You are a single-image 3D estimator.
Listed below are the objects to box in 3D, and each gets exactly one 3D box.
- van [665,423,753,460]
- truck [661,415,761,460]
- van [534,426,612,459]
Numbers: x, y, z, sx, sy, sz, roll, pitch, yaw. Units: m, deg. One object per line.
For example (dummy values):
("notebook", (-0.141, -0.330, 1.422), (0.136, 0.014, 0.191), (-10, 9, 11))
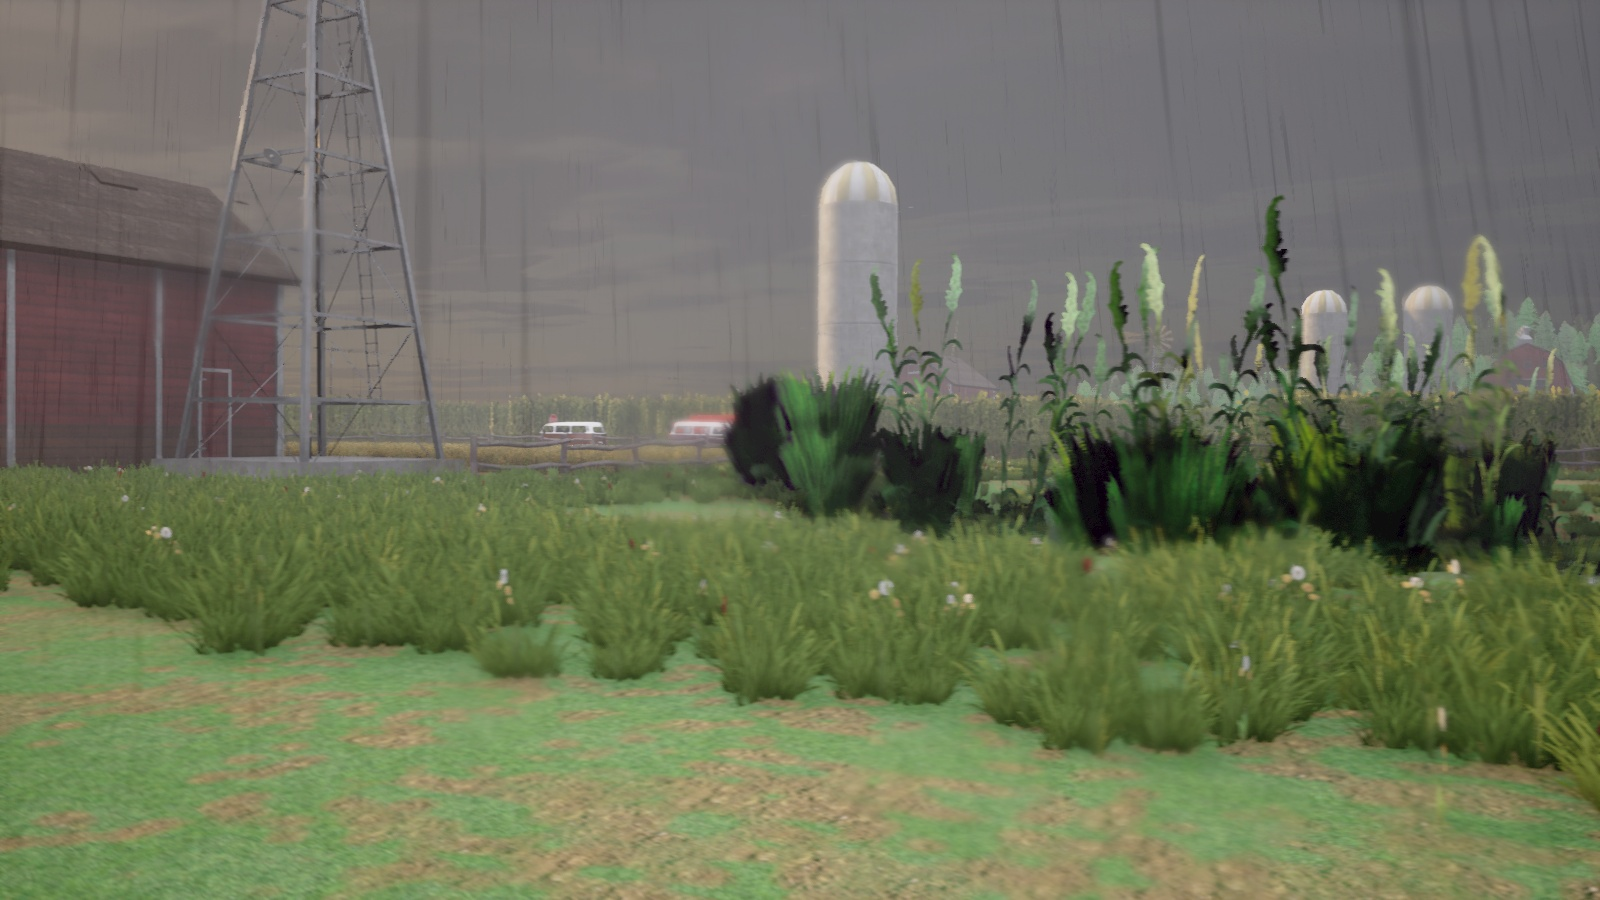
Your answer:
("van", (-5.109, -0.461, 70.473), (4.480, 2.038, 2.069), (0, 1, 28))
("truck", (-5.260, -0.731, 74.058), (5.204, 2.467, 2.627), (-1, 0, 28))
("van", (-14.272, -0.492, 78.847), (4.480, 2.038, 2.069), (0, 1, 28))
